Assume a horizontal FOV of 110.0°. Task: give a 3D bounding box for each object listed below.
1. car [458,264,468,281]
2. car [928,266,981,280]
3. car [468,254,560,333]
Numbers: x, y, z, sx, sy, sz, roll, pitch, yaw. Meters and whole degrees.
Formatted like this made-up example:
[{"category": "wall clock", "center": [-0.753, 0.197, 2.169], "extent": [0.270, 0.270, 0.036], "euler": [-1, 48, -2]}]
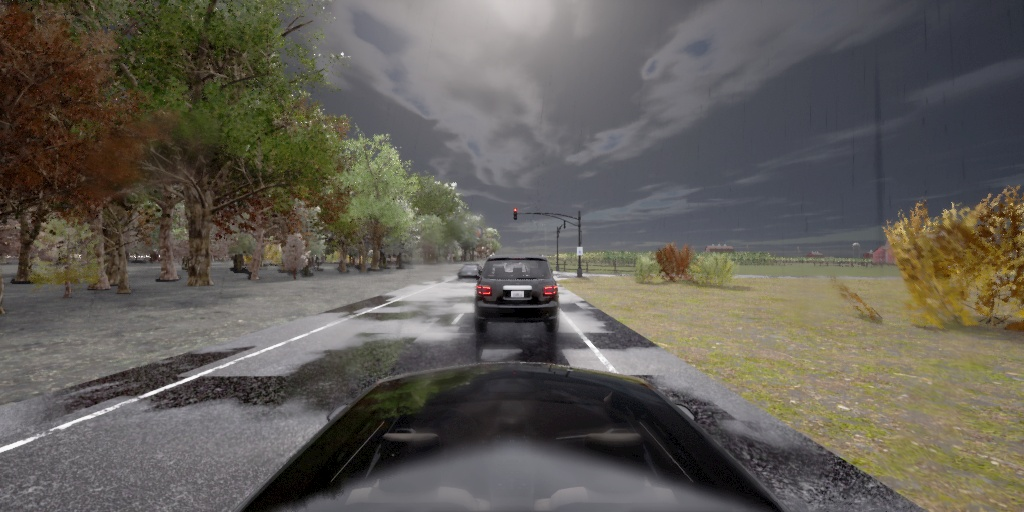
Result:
[{"category": "car", "center": [-3.343, 1.321, 30.177], "extent": [1.994, 1.385, 4.181], "euler": [0, 0, 0]}, {"category": "car", "center": [48.590, 1.783, 39.226], "extent": [4.892, 1.490, 1.837], "euler": [1, -1, 0]}, {"category": "car", "center": [0.119, 0.974, 10.945], "extent": [2.150, 2.045, 5.566], "euler": [0, 0, 0]}]
